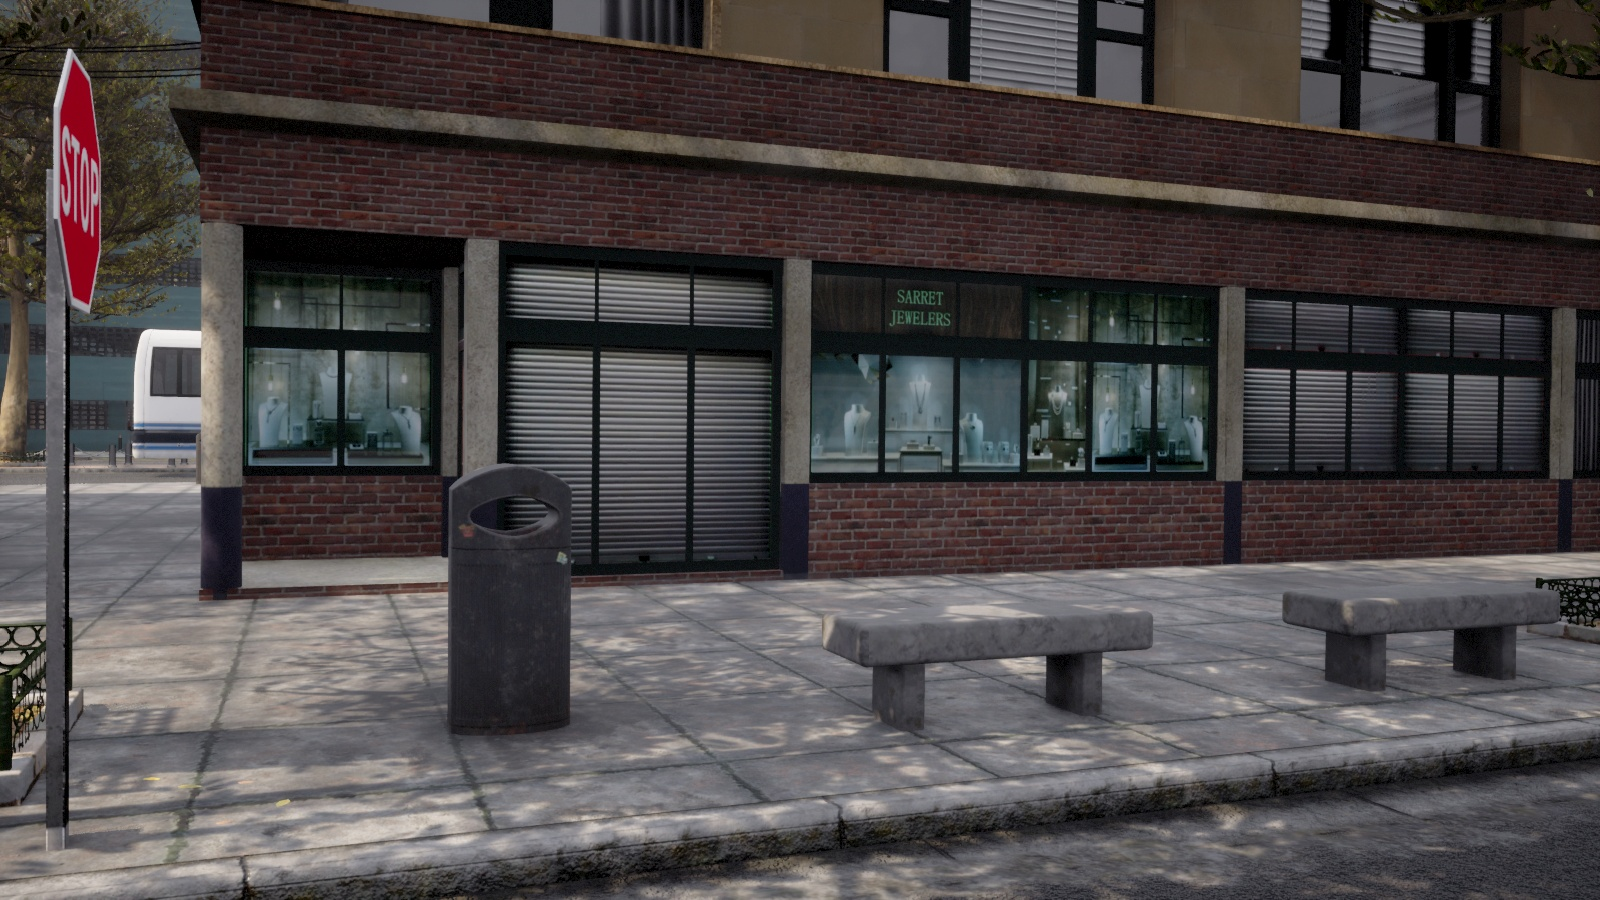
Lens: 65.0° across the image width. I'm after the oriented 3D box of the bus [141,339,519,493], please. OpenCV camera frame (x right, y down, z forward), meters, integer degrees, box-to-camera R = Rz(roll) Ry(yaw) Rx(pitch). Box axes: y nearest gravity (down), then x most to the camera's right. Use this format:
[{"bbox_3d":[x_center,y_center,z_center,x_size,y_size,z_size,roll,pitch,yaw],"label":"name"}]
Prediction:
[{"bbox_3d":[-14.137,-1.052,38.468,10.273,4.253,3.944,-1,1,-21],"label":"bus"}]
